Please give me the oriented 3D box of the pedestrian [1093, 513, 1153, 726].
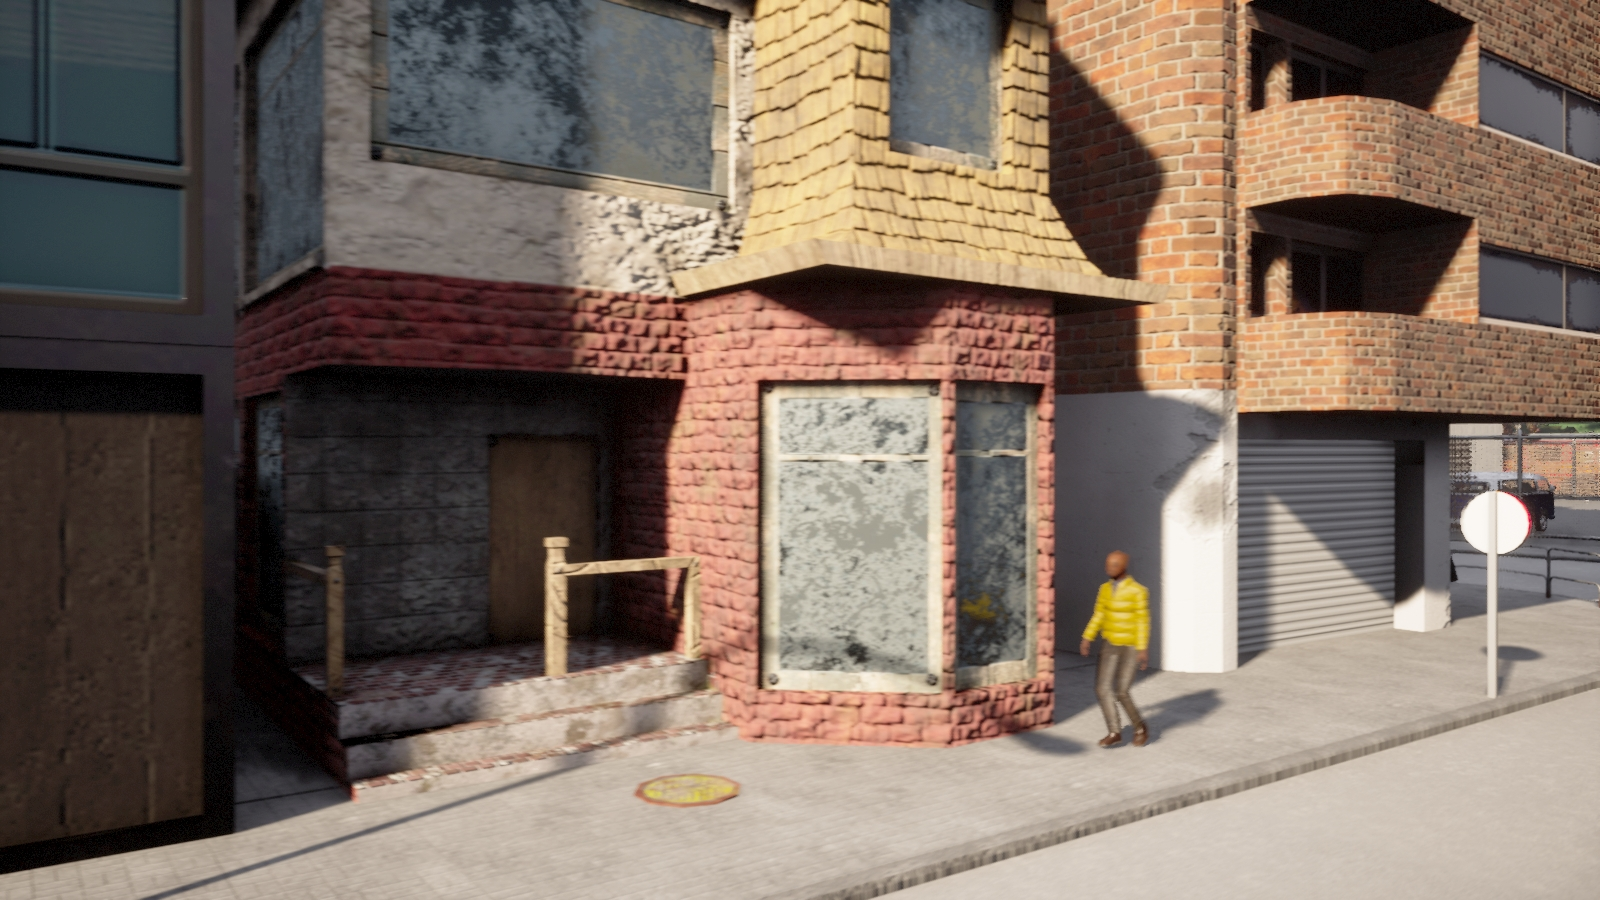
[{"bbox_3d":[2.934,1.517,10.377,0.375,1.860,0.375,0,0,-37],"label":"pedestrian"}]
